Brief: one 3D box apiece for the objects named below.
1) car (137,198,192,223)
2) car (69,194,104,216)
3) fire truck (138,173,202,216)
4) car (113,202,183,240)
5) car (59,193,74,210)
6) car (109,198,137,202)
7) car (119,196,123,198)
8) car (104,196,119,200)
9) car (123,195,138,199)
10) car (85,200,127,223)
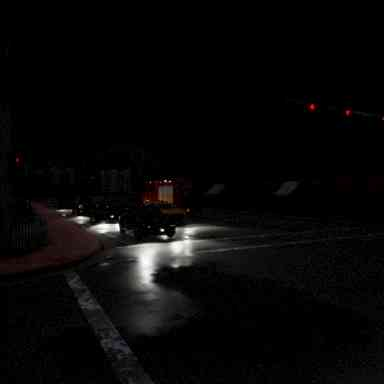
[{"bbox_3d":[-2.172,1.467,24.514,1.882,1.535,5.008,0,0,-27],"label":"car"},{"bbox_3d":[-10.506,1.354,32.946,2.097,1.767,4.553,0,0,-27],"label":"car"},{"bbox_3d":[-2.246,0.308,32.459,2.891,3.827,8.468,0,0,-27],"label":"fire truck"},{"bbox_3d":[-2.487,1.515,17.533,1.837,1.490,4.892,0,0,-27],"label":"car"},{"bbox_3d":[-16.587,1.215,44.681,2.150,2.045,5.566,0,1,-27],"label":"car"},{"bbox_3d":[-6.478,1.586,32.790,1.895,1.301,4.718,0,0,-27],"label":"car"},{"bbox_3d":[-13.422,1.462,61.505,1.812,1.442,4.674,0,0,-27],"label":"car"},{"bbox_3d":[-11.145,1.472,41.784,2.128,1.511,4.902,0,0,-27],"label":"car"},{"bbox_3d":[-8.817,1.293,52.656,2.097,1.767,4.553,0,0,-27],"label":"car"},{"bbox_3d":[-6.599,1.570,25.434,1.994,1.385,4.181,0,0,-28],"label":"car"}]
